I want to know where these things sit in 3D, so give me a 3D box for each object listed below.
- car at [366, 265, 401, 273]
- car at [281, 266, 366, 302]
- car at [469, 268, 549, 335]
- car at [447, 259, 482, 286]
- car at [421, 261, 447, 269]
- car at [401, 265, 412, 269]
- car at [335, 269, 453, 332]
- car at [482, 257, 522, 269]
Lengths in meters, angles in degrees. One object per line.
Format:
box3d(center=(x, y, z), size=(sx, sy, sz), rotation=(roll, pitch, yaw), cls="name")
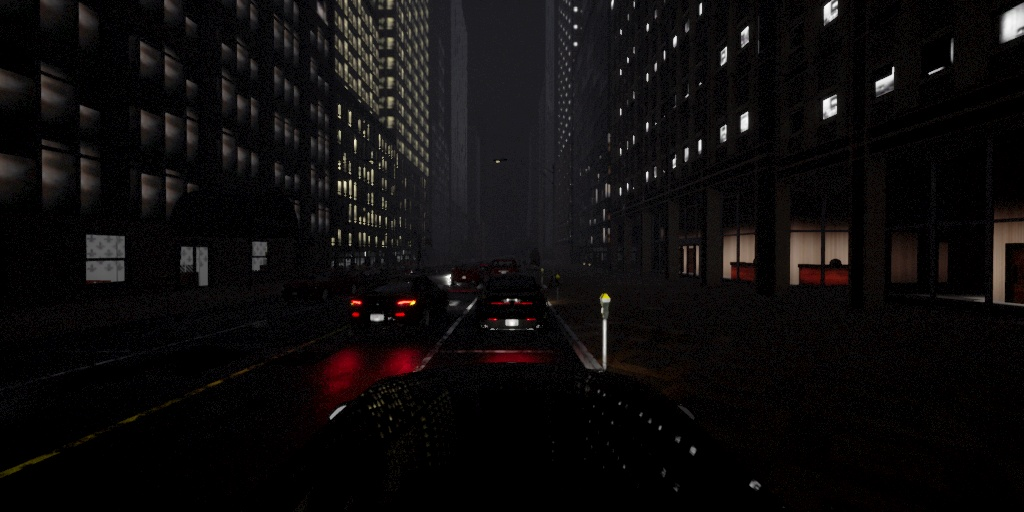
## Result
box3d(center=(-8.838, 1.297, 22.523), size=(2.007, 1.370, 4.403), rotation=(0, 0, 0), cls="car")
box3d(center=(-8.837, 1.292, 16.839), size=(1.888, 1.381, 4.507), rotation=(0, 0, 0), cls="car")
box3d(center=(-0.001, 1.252, 10.501), size=(1.837, 1.490, 4.892), rotation=(0, 0, 0), cls="car")
box3d(center=(-3.068, 1.223, 25.522), size=(1.882, 1.535, 5.008), rotation=(0, 0, 0), cls="car")
box3d(center=(-8.837, 1.294, 39.574), size=(2.007, 1.370, 4.403), rotation=(0, 0, 0), cls="car")
box3d(center=(-8.837, 1.327, 28.206), size=(1.802, 1.307, 4.207), rotation=(0, 0, 0), cls="car")
box3d(center=(-3.150, 1.274, 10.671), size=(1.812, 1.442, 4.674), rotation=(0, 0, 0), cls="car")
box3d(center=(-0.457, 1.061, 22.523), size=(2.192, 1.841, 5.009), rotation=(0, 0, 0), cls="car")
